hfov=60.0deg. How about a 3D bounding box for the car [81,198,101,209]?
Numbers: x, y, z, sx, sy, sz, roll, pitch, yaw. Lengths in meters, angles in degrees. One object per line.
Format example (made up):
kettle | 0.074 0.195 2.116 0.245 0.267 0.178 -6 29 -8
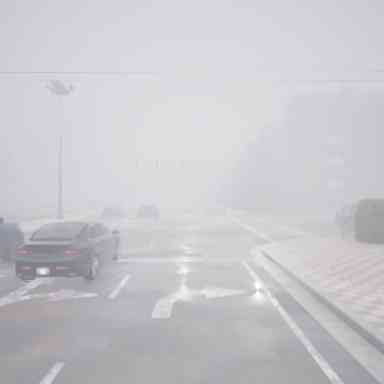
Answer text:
car | -16.415 2.014 56.143 2.128 1.511 4.902 0 -1 0

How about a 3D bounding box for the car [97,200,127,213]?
car | -7.595 1.828 32.486 1.812 1.442 4.674 0 -1 -3

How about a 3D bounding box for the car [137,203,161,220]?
car | -4.038 1.783 31.505 2.128 1.511 4.902 0 -1 -2

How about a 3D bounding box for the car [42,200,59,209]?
car | -23.407 2.085 55.827 1.994 1.385 4.181 0 0 0

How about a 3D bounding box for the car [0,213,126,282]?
car | -3.443 1.600 10.089 1.837 1.490 4.892 0 -1 0

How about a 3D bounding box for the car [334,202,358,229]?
car | 12.329 1.558 22.878 4.553 1.767 2.097 0 0 -1

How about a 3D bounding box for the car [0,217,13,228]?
car | -6.942 1.311 9.347 2.150 2.045 5.566 0 0 0

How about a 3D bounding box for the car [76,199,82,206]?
car | -23.419 2.166 71.451 1.837 1.490 4.892 0 -1 0
